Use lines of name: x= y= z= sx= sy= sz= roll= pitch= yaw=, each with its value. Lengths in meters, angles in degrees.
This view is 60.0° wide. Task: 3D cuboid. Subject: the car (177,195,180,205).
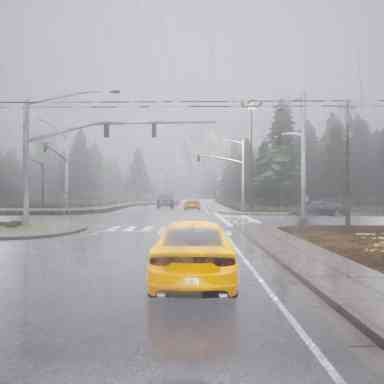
car: x=-3.540 y=1.352 z=55.991 sx=2.097 sy=1.767 sz=4.553 roll=0 pitch=0 yaw=0

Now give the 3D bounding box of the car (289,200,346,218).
car: x=11.187 y=1.532 z=29.598 sx=4.892 sy=1.490 sz=1.837 roll=0 pitch=0 yaw=1

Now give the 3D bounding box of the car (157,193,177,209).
car: x=-3.595 y=1.221 z=45.697 sx=2.150 sy=2.045 sz=5.566 roll=0 pitch=0 yaw=-1

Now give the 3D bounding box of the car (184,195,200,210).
car: x=0.017 y=1.478 z=42.215 sx=1.882 sy=1.535 sz=5.008 roll=0 pitch=0 yaw=0

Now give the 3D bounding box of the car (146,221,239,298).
car: x=0.049 y=1.474 z=8.552 sx=1.882 sy=1.535 sz=5.008 roll=0 pitch=0 yaw=1

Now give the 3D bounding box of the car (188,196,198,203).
car: x=0.297 y=1.537 z=72.776 sx=2.033 sy=1.411 sz=5.357 roll=0 pitch=0 yaw=2

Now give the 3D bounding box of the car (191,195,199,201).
car: x=0.696 y=1.442 z=83.168 sx=1.837 sy=1.490 sz=4.892 roll=0 pitch=0 yaw=2
